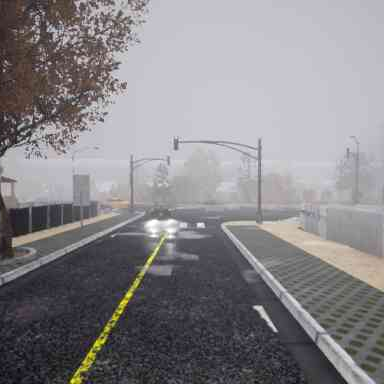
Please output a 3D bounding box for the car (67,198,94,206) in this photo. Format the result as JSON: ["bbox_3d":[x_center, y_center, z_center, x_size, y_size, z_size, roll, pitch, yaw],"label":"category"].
[{"bbox_3d":[-18.964,1.693,56.266,4.718,1.301,1.895,-1,2,36],"label":"car"}]

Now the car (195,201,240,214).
[{"bbox_3d":[2.770,1.602,36.205,4.718,1.301,1.895,-1,2,36],"label":"car"}]

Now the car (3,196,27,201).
[{"bbox_3d":[-29.631,1.885,55.783,4.892,1.490,1.837,-1,1,37],"label":"car"}]

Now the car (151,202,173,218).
[{"bbox_3d":[-2.664,1.581,30.198,1.895,1.301,4.718,0,0,-2],"label":"car"}]

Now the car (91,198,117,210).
[{"bbox_3d":[-12.672,1.777,43.409,5.357,1.411,2.033,0,2,36],"label":"car"}]

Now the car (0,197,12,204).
[{"bbox_3d":[-41.078,1.858,72.205,4.181,1.385,1.994,-1,2,36],"label":"car"}]

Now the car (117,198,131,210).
[{"bbox_3d":[-10.253,1.593,45.665,5.008,1.535,1.882,-1,2,36],"label":"car"}]

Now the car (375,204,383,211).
[{"bbox_3d":[18.509,1.289,29.036,4.674,1.442,1.812,0,2,37],"label":"car"}]

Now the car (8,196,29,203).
[{"bbox_3d":[-38.960,1.611,74.676,4.902,1.511,2.128,-1,2,36],"label":"car"}]

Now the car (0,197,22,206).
[{"bbox_3d":[-34.780,1.846,63.612,4.902,1.511,2.128,-1,2,36],"label":"car"}]

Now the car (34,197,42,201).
[{"bbox_3d":[-30.857,1.659,68.792,4.181,1.385,1.994,-1,2,36],"label":"car"}]

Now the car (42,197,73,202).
[{"bbox_3d":[-21.777,1.816,54.058,4.718,1.301,1.895,0,2,36],"label":"car"}]
